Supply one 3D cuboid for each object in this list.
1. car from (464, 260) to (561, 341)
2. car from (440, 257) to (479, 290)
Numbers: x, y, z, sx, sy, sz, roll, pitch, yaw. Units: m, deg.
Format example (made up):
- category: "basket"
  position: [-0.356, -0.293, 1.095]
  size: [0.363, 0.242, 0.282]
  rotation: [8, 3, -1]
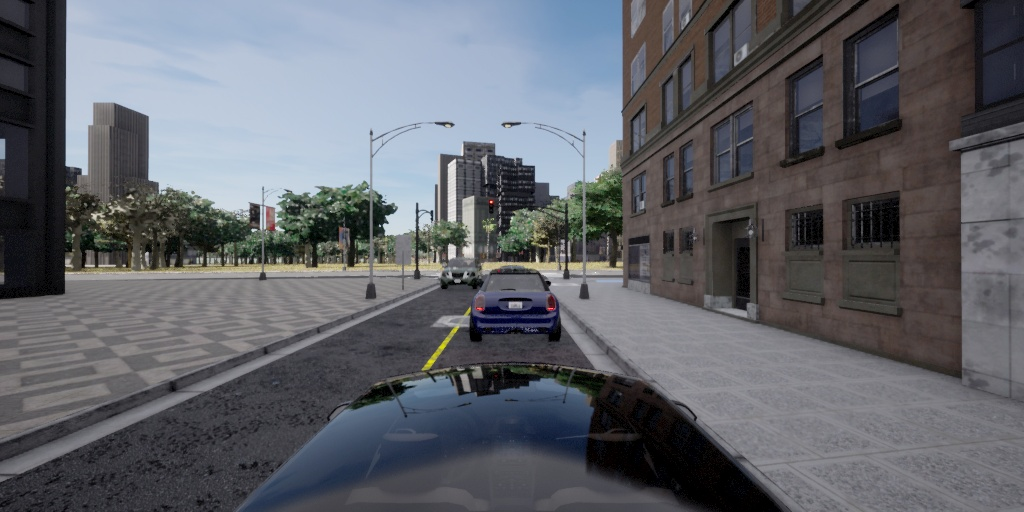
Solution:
- category: "car"
  position: [0.057, 1.103, 10.018]
  size: [2.097, 1.767, 4.553]
  rotation: [0, 0, -1]
- category: "car"
  position: [-3.123, 1.079, 23.185]
  size: [2.150, 2.045, 5.566]
  rotation: [0, 0, 0]
